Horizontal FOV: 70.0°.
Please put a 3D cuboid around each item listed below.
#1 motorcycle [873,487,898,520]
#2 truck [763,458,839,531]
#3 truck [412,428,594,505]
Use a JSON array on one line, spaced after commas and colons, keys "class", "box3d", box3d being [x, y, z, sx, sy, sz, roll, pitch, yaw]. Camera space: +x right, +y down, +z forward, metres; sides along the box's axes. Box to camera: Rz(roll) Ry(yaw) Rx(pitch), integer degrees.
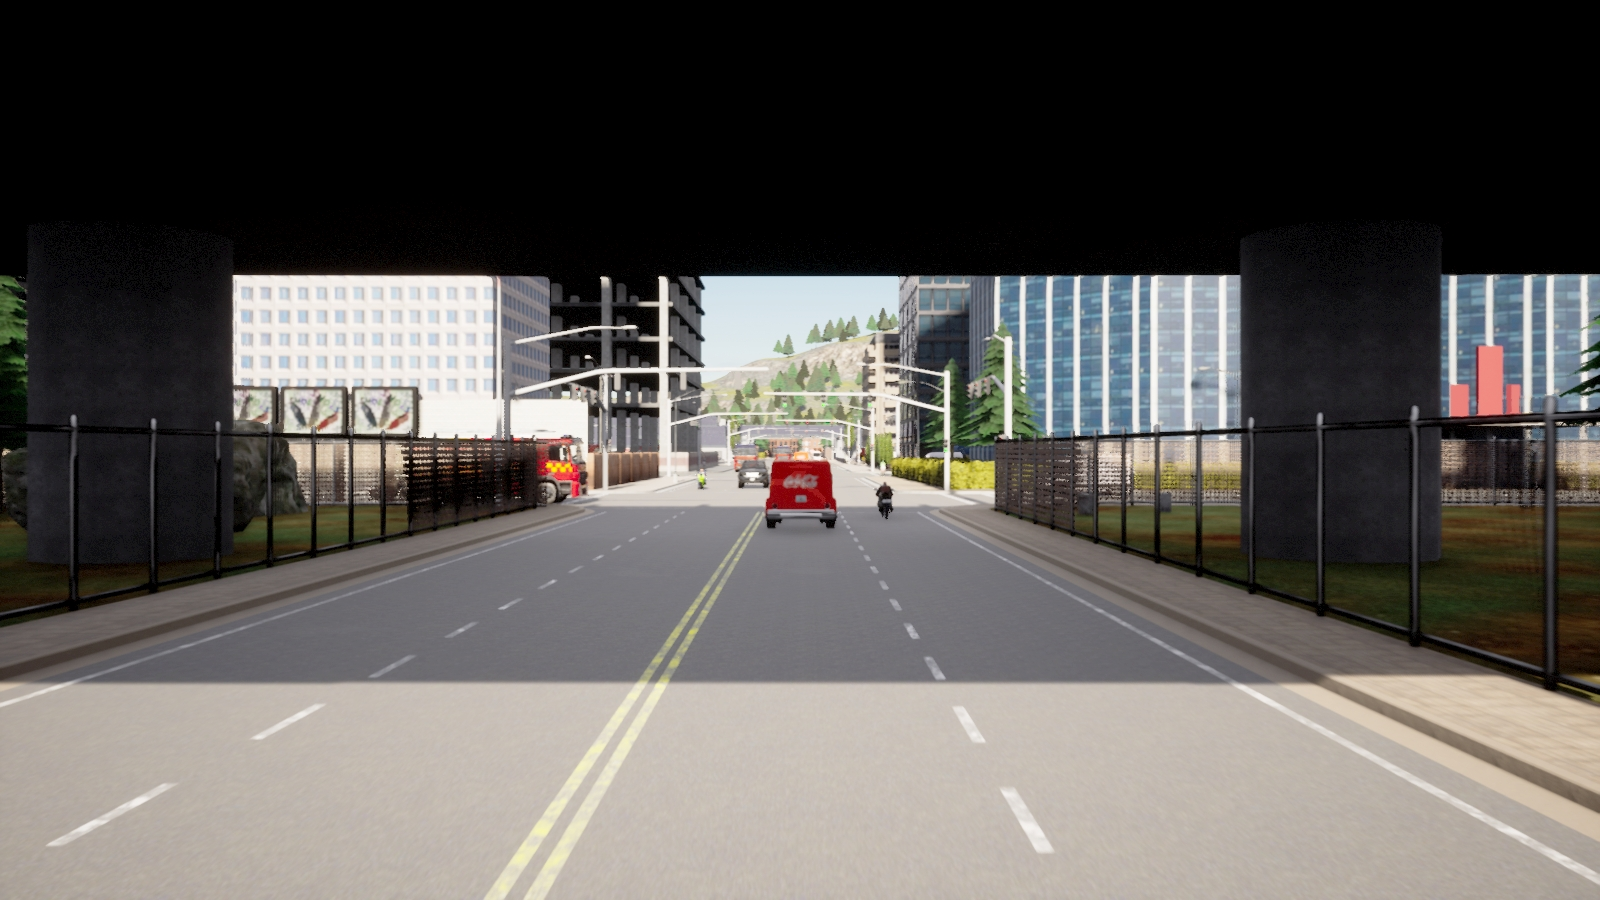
[{"class": "motorcycle", "box3d": [3.512, 2.204, 47.190, 0.867, 1.251, 2.209, 0, 0, 0]}, {"class": "truck", "box3d": [0.037, 1.572, 42.255, 2.627, 2.467, 5.204, 0, 0, 0]}, {"class": "truck", "box3d": [-14.982, 0.838, 58.080, 8.468, 3.827, 2.891, 0, 0, 0]}]
